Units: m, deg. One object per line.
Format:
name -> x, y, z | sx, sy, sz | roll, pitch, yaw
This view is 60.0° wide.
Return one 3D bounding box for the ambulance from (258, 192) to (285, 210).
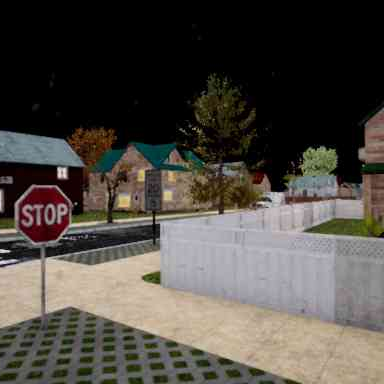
ambulance -> 8.788, 1.246, 38.833 | 2.351, 2.431, 6.366 | -1, -1, 34
